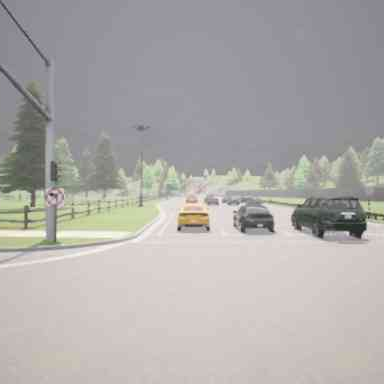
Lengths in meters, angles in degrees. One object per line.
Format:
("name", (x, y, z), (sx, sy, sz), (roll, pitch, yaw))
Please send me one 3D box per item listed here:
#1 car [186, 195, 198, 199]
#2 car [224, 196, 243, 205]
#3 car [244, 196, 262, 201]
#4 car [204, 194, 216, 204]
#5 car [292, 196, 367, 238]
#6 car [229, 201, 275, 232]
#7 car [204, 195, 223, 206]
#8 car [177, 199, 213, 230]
("car", (-0.014, 1.358, 55.910), (2.097, 1.767, 4.553), (0, 0, 0))
("car", (6.986, 1.532, 55.942), (1.812, 1.442, 4.674), (0, 0, 0))
("car", (10.486, 1.554, 55.526), (2.033, 1.411, 5.357), (0, 0, 0))
("car", (3.484, 1.361, 65.914), (2.097, 1.767, 4.553), (0, 0, 0))
("car", (7.096, 1.224, 17.773), (2.150, 2.045, 5.566), (0, 0, 0))
("car", (3.595, 1.507, 19.943), (1.837, 1.490, 4.892), (0, 0, 0))
("car", (3.486, 1.498, 55.524), (2.128, 1.511, 4.902), (0, 0, 0))
("car", (0.093, 1.480, 21.235), (1.882, 1.535, 5.008), (0, 0, 0))
